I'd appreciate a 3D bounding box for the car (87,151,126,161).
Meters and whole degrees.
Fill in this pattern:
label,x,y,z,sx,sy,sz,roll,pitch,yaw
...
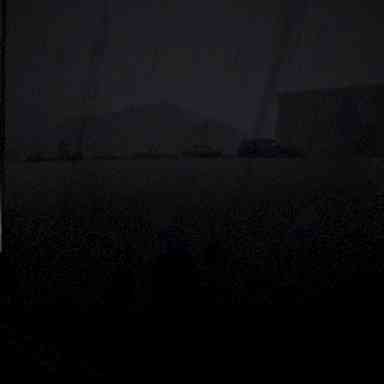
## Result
label,x,y,z,sx,sy,sz,roll,pitch,yaw
car,-8.459,-3.585,35.385,4.674,1.452,2.002,2,1,28

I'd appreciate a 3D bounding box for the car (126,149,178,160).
label,x,y,z,sx,sy,sz,roll,pitch,yaw
car,-3.628,-3.491,32.926,4.892,1.521,2.231,2,1,27

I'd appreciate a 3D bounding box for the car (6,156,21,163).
label,x,y,z,sx,sy,sz,roll,pitch,yaw
car,-23.066,-4.030,43.612,5.008,1.535,2.097,2,1,32

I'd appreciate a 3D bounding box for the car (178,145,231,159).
label,x,y,z,sx,sy,sz,roll,pitch,yaw
car,1.452,-3.462,30.482,4.553,1.767,2.185,2,1,26

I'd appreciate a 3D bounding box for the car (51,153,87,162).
label,x,y,z,sx,sy,sz,roll,pitch,yaw
car,-13.322,-3.728,37.994,4.792,1.488,2.163,2,1,29

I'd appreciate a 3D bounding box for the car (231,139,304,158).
label,x,y,z,sx,sy,sz,roll,pitch,yaw
car,6.552,-3.411,28.142,5.566,2.045,2.435,2,1,25

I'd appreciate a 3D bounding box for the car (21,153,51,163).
label,x,y,z,sx,sy,sz,roll,pitch,yaw
car,-18.312,-4.022,40.794,4.553,1.767,2.185,2,1,31
